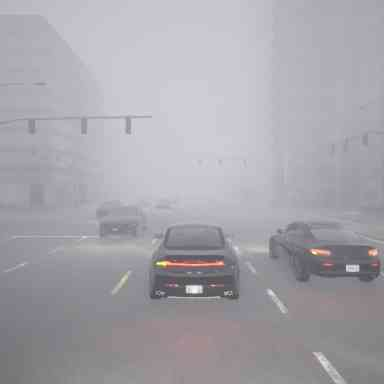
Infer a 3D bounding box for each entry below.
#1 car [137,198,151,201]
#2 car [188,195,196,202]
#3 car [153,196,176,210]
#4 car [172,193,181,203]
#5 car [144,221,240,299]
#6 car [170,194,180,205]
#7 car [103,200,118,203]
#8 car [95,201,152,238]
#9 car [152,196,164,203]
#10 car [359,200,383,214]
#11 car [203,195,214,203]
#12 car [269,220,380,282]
[{"bbox_3d":[-7.081,1.563,49.255,1.994,1.385,4.181,0,0,0],"label":"car"},{"bbox_3d":[0.025,1.364,73.917,2.128,1.511,4.902,0,0,0],"label":"car"},{"bbox_3d":[-3.585,1.547,42.718,2.033,1.411,5.357,0,0,0],"label":"car"},{"bbox_3d":[-3.475,1.215,71.779,2.150,2.045,5.566,0,0,0],"label":"car"},{"bbox_3d":[0.061,1.505,8.409,1.837,1.490,4.892,0,0,0],"label":"car"},{"bbox_3d":[-3.566,1.564,56.567,1.994,1.385,4.181,0,0,0],"label":"car"},{"bbox_3d":[-7.090,1.477,29.527,1.882,1.535,5.008,0,0,0],"label":"car"},{"bbox_3d":[-3.594,1.477,18.050,1.882,1.535,5.008,0,0,0],"label":"car"},{"bbox_3d":[-6.977,1.547,69.090,2.033,1.411,5.357,0,0,0],"label":"car"},{"bbox_3d":[20.858,1.547,35.520,5.357,1.411,2.033,0,0,1],"label":"car"},{"bbox_3d":[3.567,1.502,71.151,1.837,1.490,4.892,0,0,0],"label":"car"},{"bbox_3d":[3.567,1.526,9.664,1.812,1.442,4.674,0,0,0],"label":"car"}]
